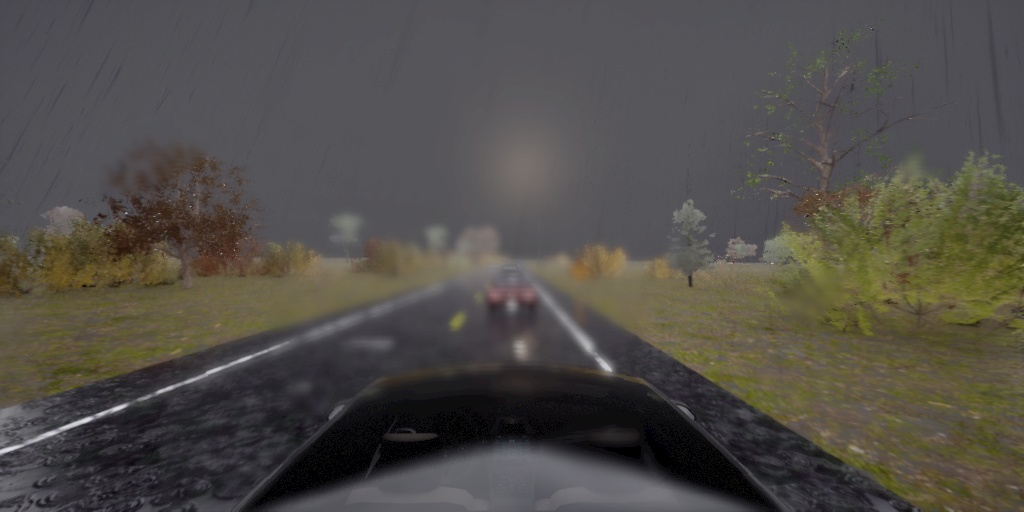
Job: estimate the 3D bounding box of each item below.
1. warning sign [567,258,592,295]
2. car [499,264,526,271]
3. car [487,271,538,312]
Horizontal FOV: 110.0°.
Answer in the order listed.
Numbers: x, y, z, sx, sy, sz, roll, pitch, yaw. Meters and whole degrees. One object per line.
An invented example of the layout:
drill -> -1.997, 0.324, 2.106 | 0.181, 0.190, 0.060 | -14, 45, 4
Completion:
warning sign -> 3.577, 1.046, 18.804 | 1.300, 1.860, 1.060 | 0, 0, 0
car -> 0.097, 1.561, 30.329 | 1.837, 1.490, 4.892 | 0, 0, 1
car -> 0.031, 1.493, 15.111 | 1.895, 1.301, 4.718 | 0, -1, 1
